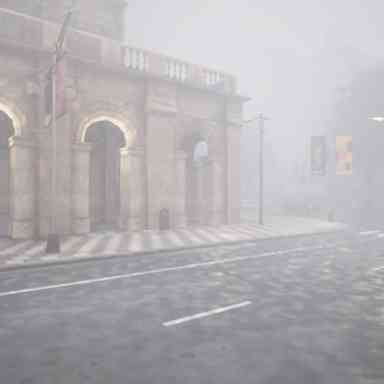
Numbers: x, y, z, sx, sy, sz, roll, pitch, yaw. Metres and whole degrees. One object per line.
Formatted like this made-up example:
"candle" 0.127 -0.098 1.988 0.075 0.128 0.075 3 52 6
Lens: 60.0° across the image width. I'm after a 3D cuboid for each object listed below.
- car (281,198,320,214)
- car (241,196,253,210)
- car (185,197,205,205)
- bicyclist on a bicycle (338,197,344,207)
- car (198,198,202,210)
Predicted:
"car" 12.905 1.625 39.650 2.097 1.767 4.553 1 0 -36
"car" 6.437 1.491 48.667 2.150 2.045 5.566 1 0 -36
"car" 0.557 1.857 70.757 1.812 1.442 4.674 1 0 -36
"bicyclist on a bicycle" 25.126 1.732 56.040 1.656 1.620 0.582 0 0 -36
"car" 0.492 1.813 45.545 1.895 1.301 4.718 1 0 -36
